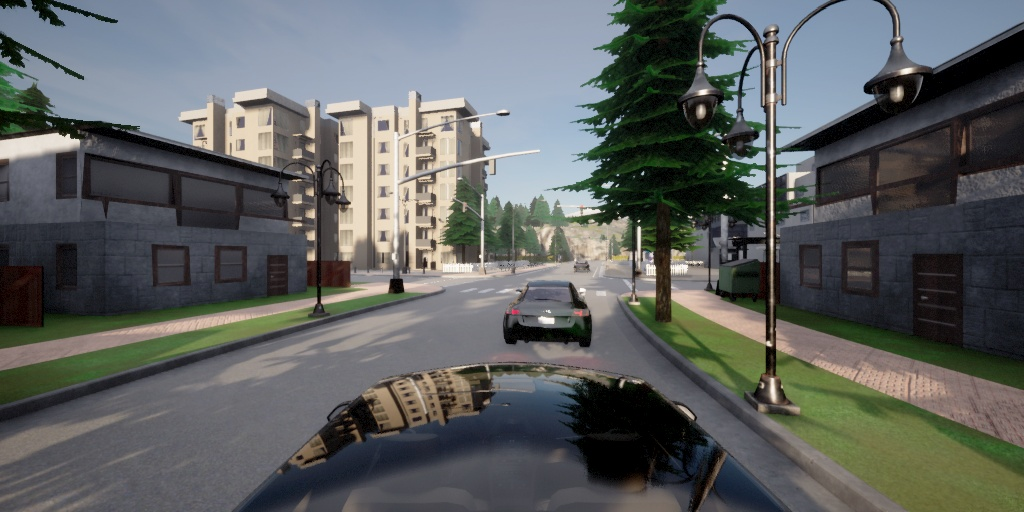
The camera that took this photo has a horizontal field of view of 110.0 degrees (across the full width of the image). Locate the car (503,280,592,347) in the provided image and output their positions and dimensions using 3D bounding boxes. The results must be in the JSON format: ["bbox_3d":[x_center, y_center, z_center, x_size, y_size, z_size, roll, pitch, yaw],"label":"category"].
[{"bbox_3d":[1.005,1.314,9.431,1.994,1.385,4.181,0,0,8],"label":"car"}]

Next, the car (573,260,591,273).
[{"bbox_3d":[8.778,1.276,44.965,2.128,1.511,4.902,0,0,14],"label":"car"}]
